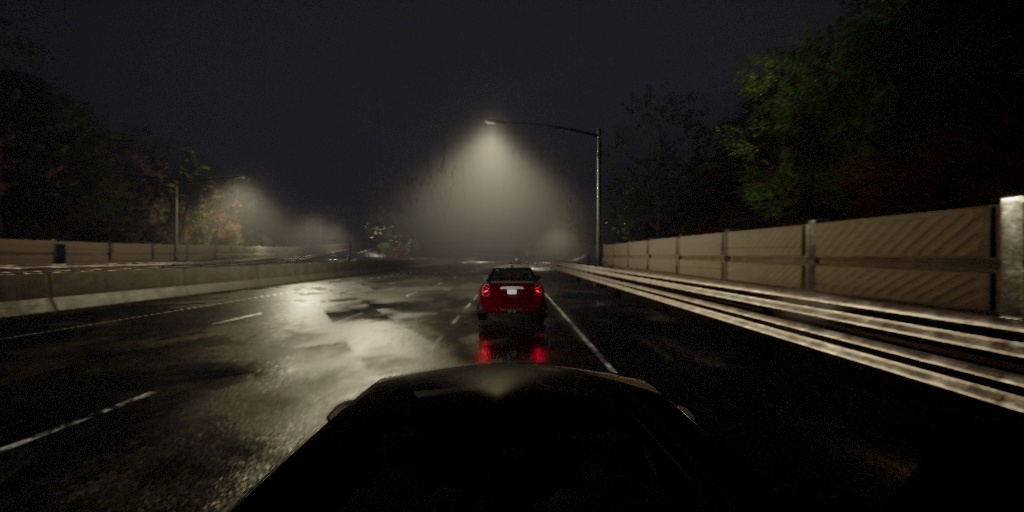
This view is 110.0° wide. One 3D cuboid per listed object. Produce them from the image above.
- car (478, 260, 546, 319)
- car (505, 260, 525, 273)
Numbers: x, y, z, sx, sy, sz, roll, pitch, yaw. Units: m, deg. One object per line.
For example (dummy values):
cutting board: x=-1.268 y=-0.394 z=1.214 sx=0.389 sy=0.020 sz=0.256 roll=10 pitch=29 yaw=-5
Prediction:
car: x=0.003 y=1.096 z=12.869 sx=2.097 sy=1.767 sz=4.553 roll=0 pitch=0 yaw=0
car: x=0.467 y=1.236 z=45.569 sx=2.128 sy=1.511 sz=4.902 roll=0 pitch=0 yaw=5
